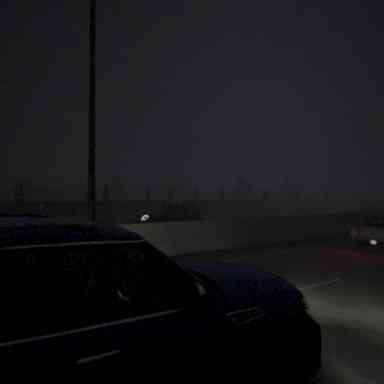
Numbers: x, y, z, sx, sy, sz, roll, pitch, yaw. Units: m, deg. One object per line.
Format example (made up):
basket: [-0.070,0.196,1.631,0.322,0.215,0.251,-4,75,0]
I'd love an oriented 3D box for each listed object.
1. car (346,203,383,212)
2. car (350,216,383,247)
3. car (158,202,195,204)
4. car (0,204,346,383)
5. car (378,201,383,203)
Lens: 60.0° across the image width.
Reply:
car: [14.210,1.790,26.953,4.718,1.301,1.895,0,0,-35]
car: [8.996,1.710,14.464,4.718,1.301,1.895,0,0,-36]
car: [-1.533,1.424,20.093,4.553,1.767,2.097,0,0,-35]
car: [-1.263,1.225,2.846,5.566,2.045,2.150,1,0,-36]
car: [24.018,1.828,41.336,4.674,1.442,1.812,1,0,-28]
